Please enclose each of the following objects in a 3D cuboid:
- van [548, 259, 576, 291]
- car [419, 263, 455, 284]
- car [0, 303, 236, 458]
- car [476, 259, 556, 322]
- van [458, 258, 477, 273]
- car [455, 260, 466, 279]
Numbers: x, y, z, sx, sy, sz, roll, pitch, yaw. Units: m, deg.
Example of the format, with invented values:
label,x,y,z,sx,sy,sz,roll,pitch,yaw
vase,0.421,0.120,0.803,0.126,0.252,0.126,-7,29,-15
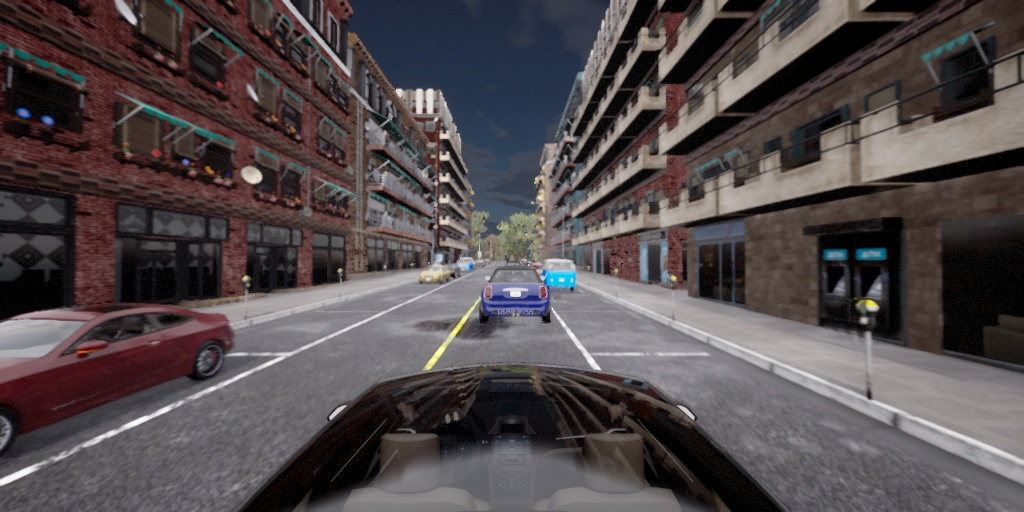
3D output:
label,x,y,z,sx,sy,sz,roll,pitch,yaw
van,2.700,1.081,21.322,1.690,1.789,3.998,0,0,0
car,-5.682,1.263,26.765,1.751,1.417,4.829,0,0,0
car,-5.688,1.331,4.651,1.802,1.307,4.207,0,0,0
car,0.103,1.097,12.319,2.097,1.767,4.553,0,0,0
van,-5.678,1.071,43.649,1.690,1.789,3.998,0,0,0
car,-5.681,1.301,32.506,1.948,1.339,4.313,0,0,0
